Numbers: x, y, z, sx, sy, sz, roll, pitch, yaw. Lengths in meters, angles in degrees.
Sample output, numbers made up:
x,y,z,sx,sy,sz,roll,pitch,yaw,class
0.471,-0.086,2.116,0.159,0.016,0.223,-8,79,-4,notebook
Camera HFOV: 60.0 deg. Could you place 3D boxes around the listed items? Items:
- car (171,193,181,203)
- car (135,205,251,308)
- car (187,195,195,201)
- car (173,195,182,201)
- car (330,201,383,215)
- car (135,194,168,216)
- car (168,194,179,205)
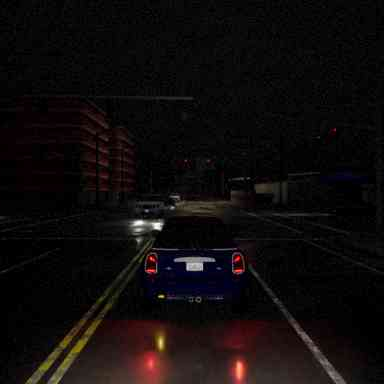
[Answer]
x,y,z,sx,sy,sz,roll,pitch,yaw,class
-3.661,1.222,69.385,2.150,2.045,5.566,0,0,0,car
0.056,1.352,8.074,2.097,1.767,4.553,0,0,0,car
-0.189,1.500,81.242,1.837,1.490,4.892,0,0,0,car
-3.694,1.540,83.389,2.033,1.411,5.357,0,0,0,car
16.390,1.601,33.161,4.718,1.301,1.895,0,0,0,car
-3.663,1.188,29.674,2.150,2.045,5.566,0,0,0,car
-3.720,1.547,54.348,2.033,1.411,5.357,0,0,0,car
